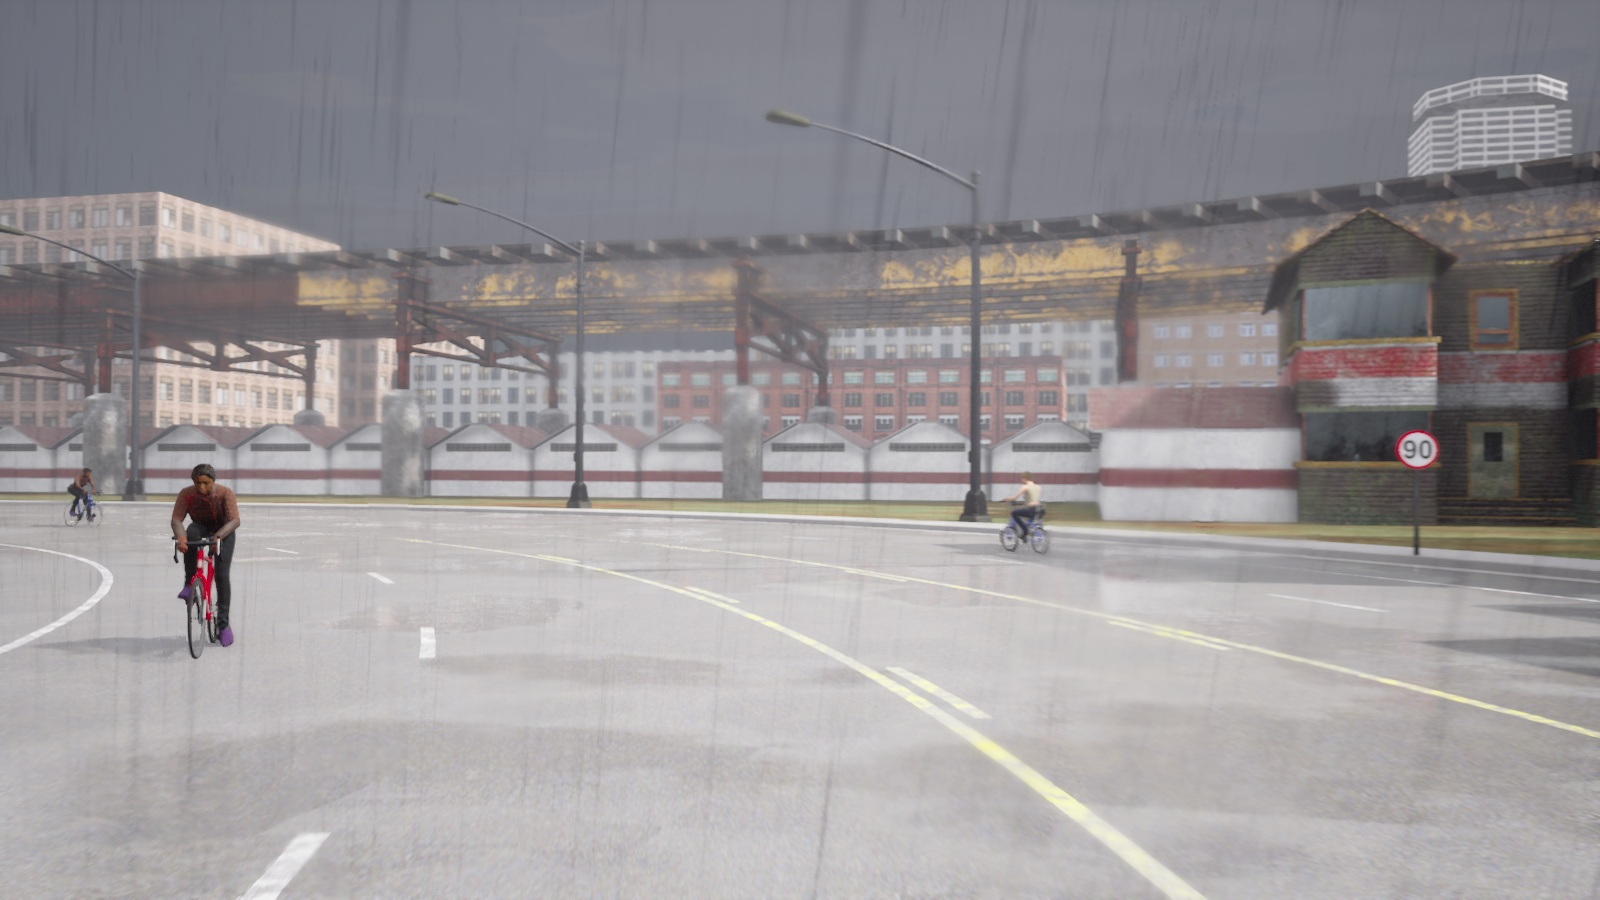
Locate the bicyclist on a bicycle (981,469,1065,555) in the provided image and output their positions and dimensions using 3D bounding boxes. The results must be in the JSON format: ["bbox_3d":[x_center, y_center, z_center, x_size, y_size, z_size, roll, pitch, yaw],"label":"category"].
[{"bbox_3d":[4.354,1.189,24.599,0.866,1.612,1.509,0,-1,-28],"label":"bicyclist on a bicycle"}]

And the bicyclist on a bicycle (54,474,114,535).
[{"bbox_3d":[-19.412,1.457,34.042,1.656,1.620,0.582,0,-1,27],"label":"bicyclist on a bicycle"}]

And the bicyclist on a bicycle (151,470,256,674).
[{"bbox_3d":[-5.147,0.987,10.909,0.582,1.620,1.656,0,-1,-17],"label":"bicyclist on a bicycle"}]
